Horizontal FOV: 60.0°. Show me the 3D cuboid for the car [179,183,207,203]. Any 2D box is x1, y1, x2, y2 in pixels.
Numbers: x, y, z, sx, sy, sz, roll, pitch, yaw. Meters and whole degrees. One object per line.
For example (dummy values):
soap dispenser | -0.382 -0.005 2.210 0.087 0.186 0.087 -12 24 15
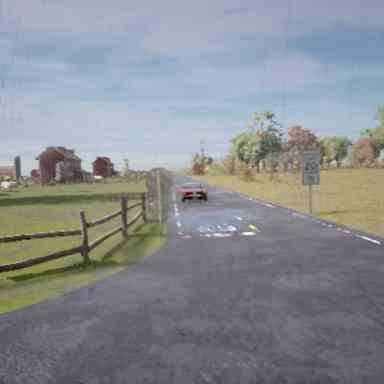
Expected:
car | 0.038 -0.004 24.837 1.895 1.301 4.718 -2 4 -4
